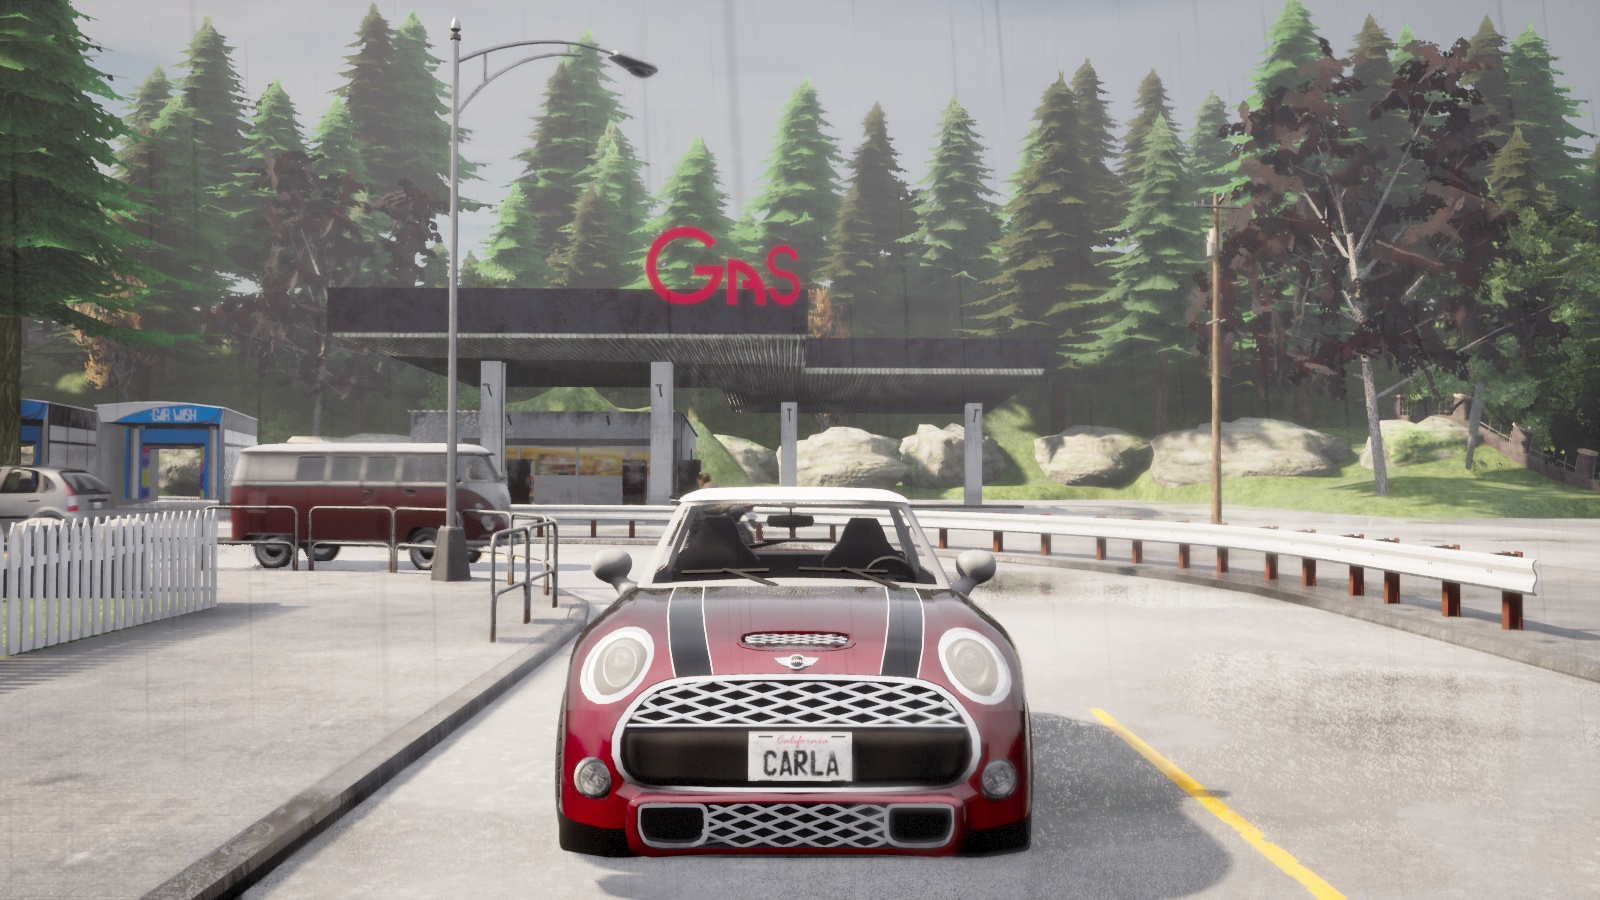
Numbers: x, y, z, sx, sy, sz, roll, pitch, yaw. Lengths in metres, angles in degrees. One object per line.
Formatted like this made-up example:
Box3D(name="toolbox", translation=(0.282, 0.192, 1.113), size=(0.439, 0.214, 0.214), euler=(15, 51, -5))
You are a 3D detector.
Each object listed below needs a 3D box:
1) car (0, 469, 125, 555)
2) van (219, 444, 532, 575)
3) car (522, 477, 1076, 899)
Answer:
Box3D(name="car", translation=(-15.687, 1.187, 24.552), size=(3.988, 1.617, 1.851), euler=(0, -1, 0))
Box3D(name="van", translation=(-6.760, 0.934, 20.216), size=(4.442, 1.987, 1.775), euler=(0, -1, 8))
Box3D(name="car", translation=(-0.025, 0.887, 6.378), size=(1.970, 1.475, 3.806), euler=(0, -1, -1))
